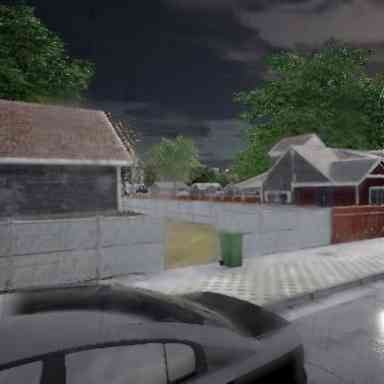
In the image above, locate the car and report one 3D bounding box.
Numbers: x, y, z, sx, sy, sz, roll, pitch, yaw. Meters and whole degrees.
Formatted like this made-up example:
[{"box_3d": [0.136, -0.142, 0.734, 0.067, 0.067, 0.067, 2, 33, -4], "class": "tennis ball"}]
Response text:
[{"box_3d": [-1.357, 1.478, 2.086, 5.008, 1.535, 1.882, 1, 0, -35], "class": "car"}]
